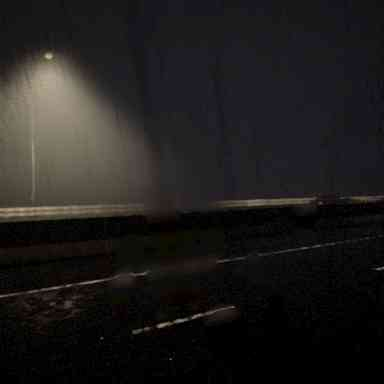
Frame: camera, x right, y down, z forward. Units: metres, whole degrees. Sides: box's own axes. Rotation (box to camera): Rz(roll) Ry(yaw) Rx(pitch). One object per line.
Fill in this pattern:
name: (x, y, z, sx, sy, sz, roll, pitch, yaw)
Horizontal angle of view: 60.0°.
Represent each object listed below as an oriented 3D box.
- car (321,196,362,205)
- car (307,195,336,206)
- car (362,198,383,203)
car: (16.586, 1.352, 35.405, 5.357, 1.411, 2.033, -1, 0, -32)
car: (15.617, 1.176, 38.914, 4.553, 1.767, 2.097, -1, 0, -32)
car: (19.299, 1.327, 32.961, 4.181, 1.385, 1.994, -1, 0, -32)
